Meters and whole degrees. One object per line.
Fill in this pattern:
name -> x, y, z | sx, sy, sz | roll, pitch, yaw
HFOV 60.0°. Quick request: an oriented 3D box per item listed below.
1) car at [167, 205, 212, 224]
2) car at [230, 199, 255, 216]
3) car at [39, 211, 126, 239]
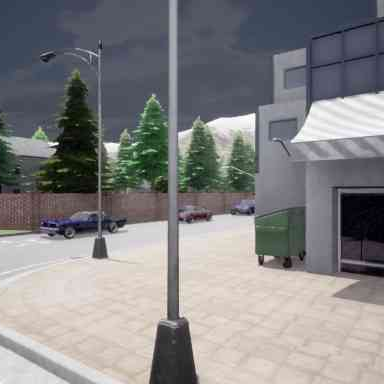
car -> -0.118, 1.740, 27.015 | 1.994, 1.385, 4.181 | 0, 0, 37
car -> 5.873, 1.528, 35.098 | 2.097, 1.767, 4.553 | 0, 0, 37
car -> -6.100, 1.777, 18.949 | 1.895, 1.301, 4.718 | 0, 0, 37
